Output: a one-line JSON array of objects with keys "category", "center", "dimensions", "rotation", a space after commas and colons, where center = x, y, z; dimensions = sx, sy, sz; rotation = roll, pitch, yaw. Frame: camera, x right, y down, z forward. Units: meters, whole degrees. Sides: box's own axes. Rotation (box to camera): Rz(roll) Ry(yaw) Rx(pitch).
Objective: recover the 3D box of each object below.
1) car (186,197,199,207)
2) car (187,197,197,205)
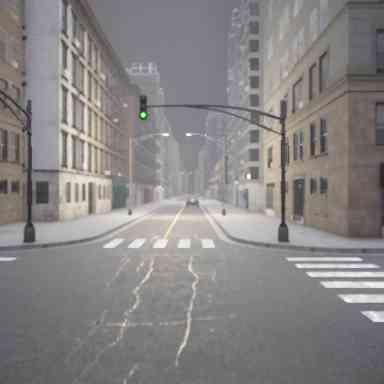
[{"category": "car", "center": [0.085, 1.546, 53.771], "dimensions": [2.097, 1.767, 4.553], "rotation": [0, 0, 0]}, {"category": "car", "center": [0.067, 1.759, 63.462], "dimensions": [1.812, 1.442, 4.674], "rotation": [0, 0, 0]}]
